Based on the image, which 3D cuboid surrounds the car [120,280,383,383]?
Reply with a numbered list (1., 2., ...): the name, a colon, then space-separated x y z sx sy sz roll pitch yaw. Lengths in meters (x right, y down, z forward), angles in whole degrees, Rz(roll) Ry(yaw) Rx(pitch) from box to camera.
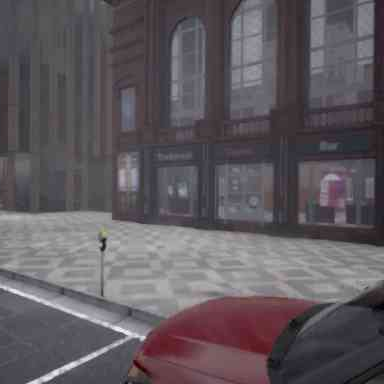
1. car: 1.798 1.323 1.684 5.009 1.841 2.192 1 0 36
